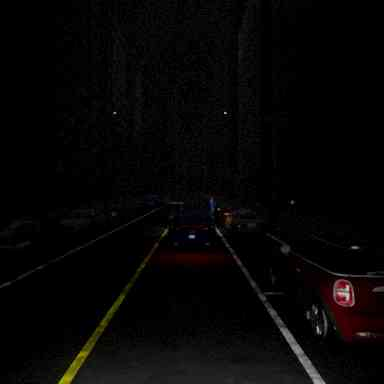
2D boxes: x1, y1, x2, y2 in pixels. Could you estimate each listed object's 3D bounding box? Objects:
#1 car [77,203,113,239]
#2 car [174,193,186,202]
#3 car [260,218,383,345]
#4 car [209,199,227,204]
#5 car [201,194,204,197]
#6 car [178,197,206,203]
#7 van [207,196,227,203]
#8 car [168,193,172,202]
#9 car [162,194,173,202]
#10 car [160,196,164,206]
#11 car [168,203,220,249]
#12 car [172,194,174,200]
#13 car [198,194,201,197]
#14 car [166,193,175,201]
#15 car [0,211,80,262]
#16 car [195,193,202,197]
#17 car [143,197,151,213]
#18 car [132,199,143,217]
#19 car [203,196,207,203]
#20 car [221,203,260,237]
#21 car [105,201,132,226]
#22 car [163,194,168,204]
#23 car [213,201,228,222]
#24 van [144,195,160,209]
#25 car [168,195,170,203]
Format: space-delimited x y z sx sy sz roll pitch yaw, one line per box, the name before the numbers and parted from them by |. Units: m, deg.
car | -5.759 1.525 17.422 1.752 1.417 4.829 0 0 0
car | -3.000 1.181 76.655 2.150 2.045 5.566 0 0 0
car | 2.766 1.438 6.395 1.967 1.590 4.097 0 0 0
car | 2.766 1.546 28.804 1.887 1.381 4.507 0 0 0
car | 2.766 1.444 51.213 1.967 1.590 4.097 0 0 0
car | 0.000 1.487 29.650 1.882 1.535 5.008 0 0 0
van | 2.767 1.343 34.406 1.690 1.788 3.998 0 0 0
car | -5.759 1.447 68.008 1.967 1.590 4.097 0 0 0
car | -5.759 1.324 79.212 2.192 1.841 5.009 0 0 0
car | -5.760 1.586 51.203 1.802 1.307 4.206 0 0 0
car | 0.000 1.485 14.650 1.882 1.535 5.008 0 0 0
car | -5.760 1.574 73.610 1.947 1.339 4.313 0 0 0
car | 2.766 1.552 68.019 1.887 1.381 4.507 0 0 0
car | -5.759 1.329 90.415 2.192 1.841 5.009 0 0 0
car | -5.760 1.581 11.990 1.802 1.307 4.206 0 0 0
car | 2.388 1.364 84.646 2.097 1.767 4.553 0 0 0
car | -5.759 1.546 34.398 1.887 1.381 4.507 0 0 0
car | -5.759 1.545 28.795 1.887 1.381 4.507 0 0 0
car | 2.766 1.548 45.611 1.887 1.381 4.507 0 0 0
car | 2.766 1.525 17.770 1.752 1.417 4.829 0 0 0
car | -5.759 1.440 23.194 1.967 1.590 4.097 0 0 0
car | -5.759 1.445 56.805 1.967 1.590 4.097 0 0 0
car | 2.766 1.545 23.202 1.887 1.381 4.507 0 0 0
van | -5.759 1.344 45.602 1.690 1.788 3.998 0 0 0
car | -5.760 1.572 62.406 1.947 1.339 4.313 0 0 0
